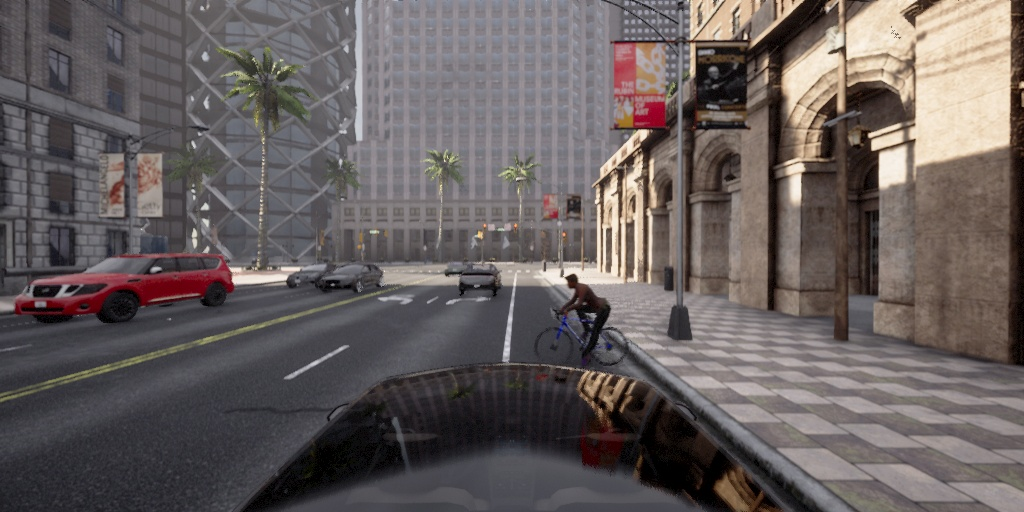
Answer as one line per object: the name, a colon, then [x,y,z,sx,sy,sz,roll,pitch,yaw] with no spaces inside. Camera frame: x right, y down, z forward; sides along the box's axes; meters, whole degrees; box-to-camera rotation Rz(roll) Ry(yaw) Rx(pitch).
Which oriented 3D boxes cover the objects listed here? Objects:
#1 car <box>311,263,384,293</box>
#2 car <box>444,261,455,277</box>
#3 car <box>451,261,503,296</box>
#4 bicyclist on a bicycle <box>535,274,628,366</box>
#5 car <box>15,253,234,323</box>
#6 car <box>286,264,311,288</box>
car: [-8.683,1.155,19.894,1.837,1.490,4.892,0,0,2]
car: [-4.845,1.138,32.705,1.994,1.385,4.181,0,0,1]
car: [-1.561,1.144,18.714,2.128,1.511,4.902,0,0,1]
bicyclist on a bicycle: [1.219,1.134,6.307,1.656,1.620,0.582,-1,0,1]
car: [-12.372,0.918,12.205,2.150,2.045,5.566,0,0,1]
car: [-12.168,1.160,22.755,1.812,1.442,4.674,0,0,1]
